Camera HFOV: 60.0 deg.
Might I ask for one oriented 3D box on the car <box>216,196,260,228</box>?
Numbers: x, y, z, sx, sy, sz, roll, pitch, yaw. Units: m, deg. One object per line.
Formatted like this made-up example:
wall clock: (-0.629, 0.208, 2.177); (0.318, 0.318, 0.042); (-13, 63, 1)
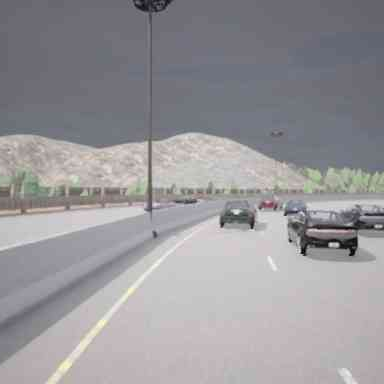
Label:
car: (3.135, 1.254, 21.736); (2.097, 1.767, 4.553); (0, 0, 14)

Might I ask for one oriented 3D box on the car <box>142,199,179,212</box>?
car: (-3.556, 1.409, 35.957); (1.895, 1.301, 4.718); (0, 0, 22)

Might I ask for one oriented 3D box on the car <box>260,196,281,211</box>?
car: (9.212, 1.190, 38.614); (2.097, 1.767, 4.553); (0, 0, 25)

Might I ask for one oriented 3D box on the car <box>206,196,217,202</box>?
car: (3.396, 1.273, 43.123); (1.882, 1.535, 5.008); (0, 0, 26)

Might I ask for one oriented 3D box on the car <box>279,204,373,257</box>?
car: (4.846, 1.443, 12.865); (2.128, 1.511, 4.902); (0, 0, 9)

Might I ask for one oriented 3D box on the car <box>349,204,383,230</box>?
car: (9.478, 1.432, 18.335); (2.128, 1.511, 4.902); (0, 0, 13)

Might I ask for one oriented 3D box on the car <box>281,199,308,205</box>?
car: (9.727, 1.442, 30.936); (1.994, 1.385, 4.181); (0, 0, 21)

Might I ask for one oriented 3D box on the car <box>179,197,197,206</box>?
car: (-1.149, 1.349, 49.592); (1.895, 1.301, 4.718); (0, 0, 28)
